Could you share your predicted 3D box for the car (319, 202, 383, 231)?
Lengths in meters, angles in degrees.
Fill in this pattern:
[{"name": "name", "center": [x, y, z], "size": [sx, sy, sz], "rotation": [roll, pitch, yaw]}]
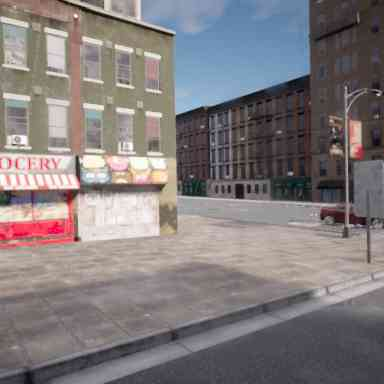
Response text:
[{"name": "car", "center": [10.675, 1.451, 21.313], "size": [1.882, 1.535, 5.008], "rotation": [-2, 2, -36]}]
